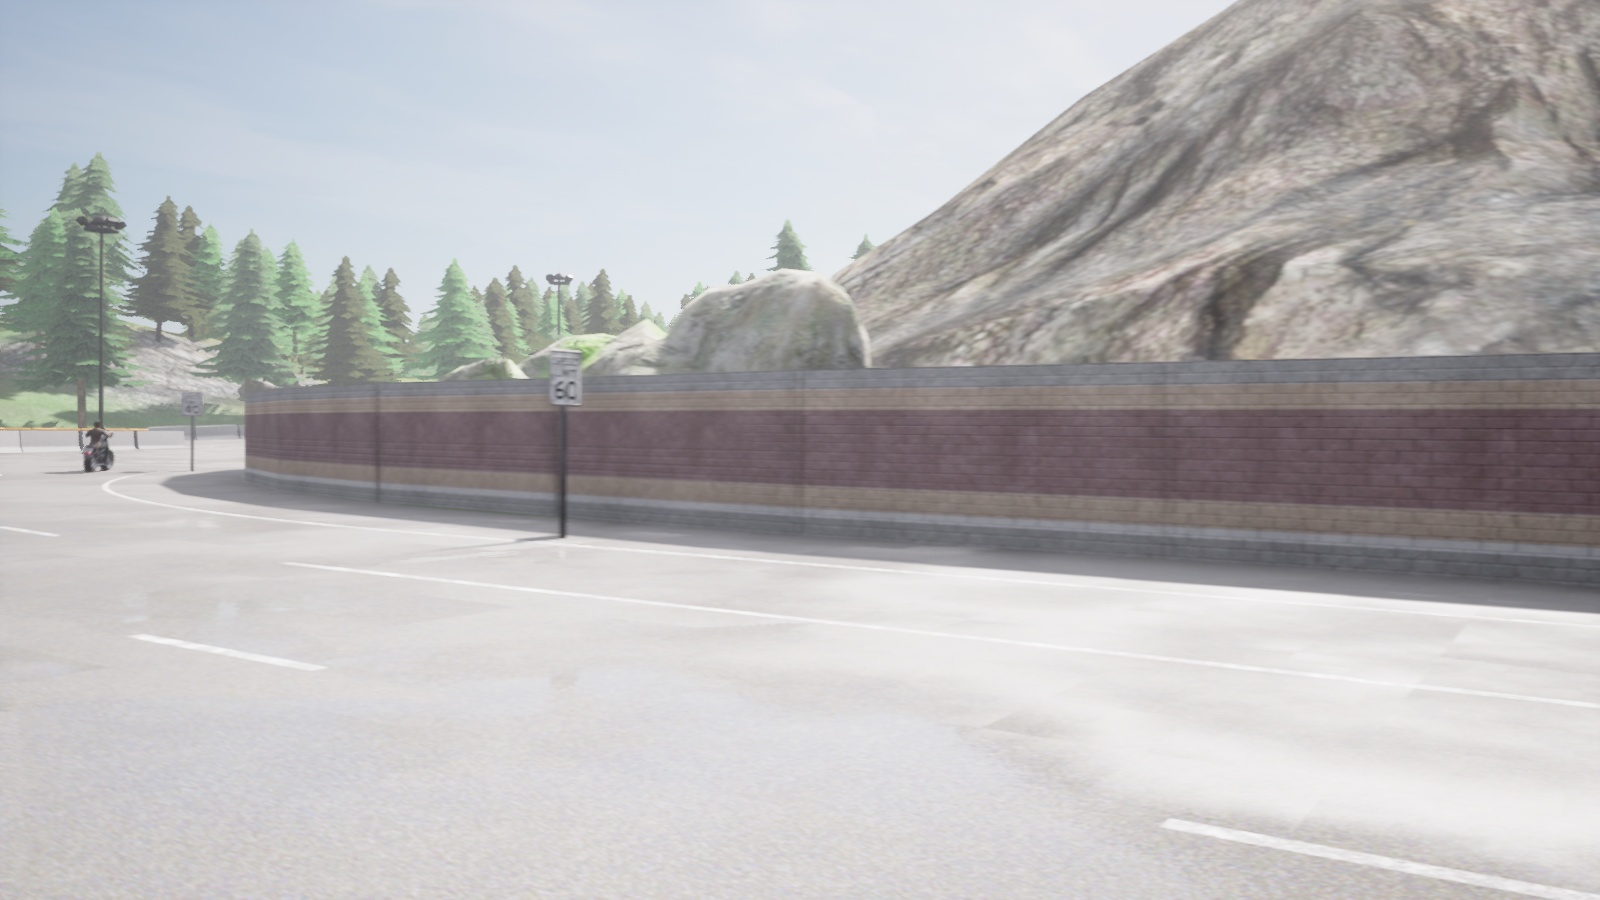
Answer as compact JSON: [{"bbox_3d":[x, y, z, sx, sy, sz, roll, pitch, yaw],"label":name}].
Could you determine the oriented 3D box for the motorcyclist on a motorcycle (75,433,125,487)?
[{"bbox_3d":[-21.984,0.290,39.491,0.766,1.649,2.350,0,1,-13],"label":"motorcyclist on a motorcycle"}]
